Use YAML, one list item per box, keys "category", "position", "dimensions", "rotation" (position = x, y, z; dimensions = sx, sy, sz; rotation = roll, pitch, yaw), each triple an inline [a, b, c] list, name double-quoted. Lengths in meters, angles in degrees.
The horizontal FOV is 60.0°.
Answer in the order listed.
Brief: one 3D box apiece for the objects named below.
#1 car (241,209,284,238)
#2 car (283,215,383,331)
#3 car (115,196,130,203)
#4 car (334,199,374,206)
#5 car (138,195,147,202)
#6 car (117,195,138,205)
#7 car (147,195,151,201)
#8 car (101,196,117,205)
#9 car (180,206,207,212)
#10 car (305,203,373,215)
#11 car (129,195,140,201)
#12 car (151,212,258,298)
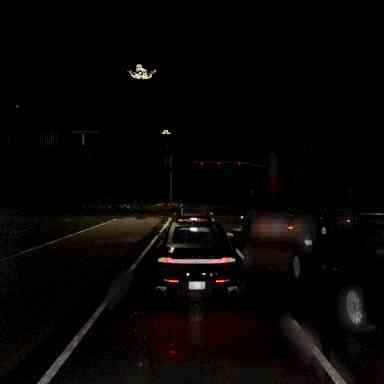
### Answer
- category: "car"
  position: [3.586, 1.547, 16.510]
  dimensions: [2.033, 1.411, 5.357]
  rotation: [0, 0, 0]
- category: "car"
  position: [3.593, 1.478, 6.890]
  dimensions: [1.882, 1.535, 5.008]
  rotation: [0, 0, 0]
- category: "car"
  position: [-15.073, 1.540, 72.367]
  dimensions: [2.033, 1.411, 5.357]
  rotation: [0, 0, 0]
- category: "car"
  position: [21.140, 1.601, 43.746]
  dimensions: [4.718, 1.301, 1.895]
  rotation: [0, 0, 1]
- category: "car"
  position: [-11.572, 1.500, 72.107]
  dimensions: [1.837, 1.490, 4.892]
  rotation: [0, 0, 0]
- category: "car"
  position: [-11.656, 1.564, 60.224]
  dimensions: [1.994, 1.385, 4.181]
  rotation: [0, 0, 1]
- category: "car"
  position: [-11.585, 1.524, 85.984]
  dimensions: [1.812, 1.442, 4.674]
  rotation: [0, 0, 0]
- category: "car"
  position: [-15.116, 1.477, 60.706]
  dimensions: [1.882, 1.535, 5.008]
  rotation: [0, 0, 0]
- category: "car"
  position: [0.084, 1.505, 17.916]
  dimensions: [1.837, 1.490, 4.892]
  rotation: [0, 0, 0]
- category: "car"
  position: [7.084, 1.505, 16.975]
  dimensions: [1.837, 1.490, 4.892]
  rotation: [0, 0, 0]
- category: "car"
  position: [-15.084, 1.524, 87.009]
  dimensions: [2.128, 1.511, 4.902]
  rotation: [0, 0, 0]
- category: "car"
  position: [0.091, 1.491, 8.495]
  dimensions: [2.128, 1.511, 4.902]
  rotation: [0, 0, 0]
